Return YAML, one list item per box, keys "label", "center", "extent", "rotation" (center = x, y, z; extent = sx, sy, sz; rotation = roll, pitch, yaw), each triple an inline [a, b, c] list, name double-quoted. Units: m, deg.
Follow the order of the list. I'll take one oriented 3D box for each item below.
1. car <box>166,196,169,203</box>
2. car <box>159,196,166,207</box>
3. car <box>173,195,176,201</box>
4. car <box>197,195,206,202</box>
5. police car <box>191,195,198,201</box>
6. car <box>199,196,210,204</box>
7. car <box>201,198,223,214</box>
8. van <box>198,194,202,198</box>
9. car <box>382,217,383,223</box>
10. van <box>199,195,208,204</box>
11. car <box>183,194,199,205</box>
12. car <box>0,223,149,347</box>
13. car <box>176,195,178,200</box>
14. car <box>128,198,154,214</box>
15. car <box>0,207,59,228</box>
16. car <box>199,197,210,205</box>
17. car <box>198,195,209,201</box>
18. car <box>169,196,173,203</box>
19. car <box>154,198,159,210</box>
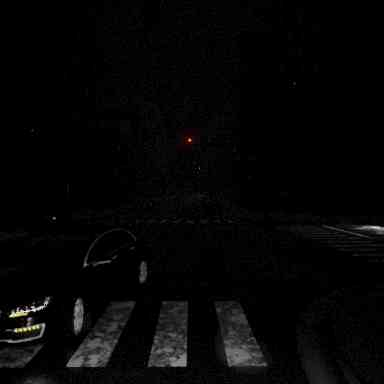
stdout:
- label: "car"
  center: [-5.642, 1.634, 58.148]
  extent: [2.008, 1.369, 4.403]
  rotation: [0, 0, 0]
- label: "car"
  center: [-5.651, 1.653, 52.638]
  extent: [1.802, 1.307, 4.206]
  rotation: [0, 0, 0]
- label: "car"
  center: [-5.608, 1.694, 80.191]
  extent: [2.008, 1.369, 4.403]
  rotation: [0, 0, 0]
- label: "car"
  center: [2.426, 1.600, 85.690]
  extent: [1.967, 1.590, 4.097]
  rotation: [0, 0, 0]
- label: "police car"
  center: [0.621, 1.599, 90.173]
  extent: [1.930, 1.638, 5.238]
  rotation: [0, 0, 0]
- label: "car"
  center: [2.365, 1.641, 47.115]
  extent: [1.802, 1.307, 4.206]
  rotation: [0, 0, 0]
- label: "car"
  center: [2.348, 1.606, 36.092]
  extent: [1.947, 1.339, 4.313]
  rotation: [0, 0, 0]
- label: "van"
  center: [2.382, 1.424, 58.136]
  extent: [1.690, 1.788, 3.998]
  rotation: [0, 0, 0]
- label: "car"
  center: [14.199, 1.511, 20.610]
  extent: [4.181, 1.385, 1.994]
  rotation: [0, 0, 0]
- label: "van"
  center: [2.400, 1.453, 69.158]
  extent: [1.690, 1.788, 3.998]
  rotation: [0, 0, 0]
- label: "car"
  center: [-0.151, 1.565, 59.711]
  extent: [1.882, 1.535, 5.008]
  rotation: [0, -1, 0]
- label: "car"
  center: [-2.342, 1.497, 6.692]
  extent: [1.837, 1.490, 4.892]
  rotation: [-2, 0, 12]
- label: "car"
  center: [-5.590, 1.721, 91.213]
  extent: [1.887, 1.381, 4.507]
  rotation: [0, 0, 0]
- label: "car"
  center: [-5.677, 1.480, 36.106]
  extent: [1.967, 1.590, 4.097]
  rotation: [0, 0, 0]
- label: "car"
  center: [-10.492, 1.609, 20.522]
  extent: [4.181, 1.385, 1.994]
  rotation: [0, 0, 0]
- label: "car"
  center: [2.391, 1.647, 63.647]
  extent: [2.008, 1.369, 4.403]
  rotation: [0, 0, 0]
- label: "car"
  center: [2.374, 1.637, 52.626]
  extent: [1.947, 1.339, 4.313]
  rotation: [0, 0, 0]
- label: "car"
  center: [-5.625, 1.552, 69.170]
  extent: [1.967, 1.590, 4.097]
  rotation: [0, 0, 0]
- label: "car"
  center: [-5.668, 1.490, 41.617]
  extent: [1.967, 1.590, 4.097]
  rotation: [0, 0, 0]
